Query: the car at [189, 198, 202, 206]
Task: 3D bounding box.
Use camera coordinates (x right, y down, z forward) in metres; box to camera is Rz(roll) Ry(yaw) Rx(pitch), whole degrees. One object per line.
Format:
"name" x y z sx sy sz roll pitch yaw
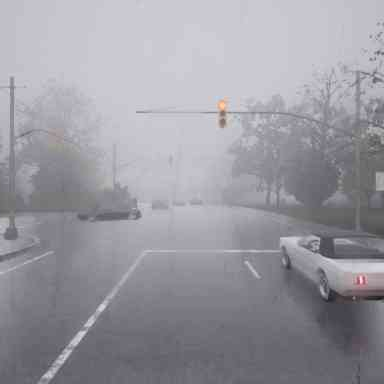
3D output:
"car" 0.640 1.936 65.247 2.128 1.511 4.902 0 -1 -11

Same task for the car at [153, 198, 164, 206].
"car" -6.652 1.959 65.473 1.882 1.535 5.008 0 -1 -11

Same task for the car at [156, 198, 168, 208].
"car" -4.843 1.721 53.207 1.837 1.490 4.892 0 -1 -7

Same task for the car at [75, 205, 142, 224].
"car" -6.220 1.607 24.932 4.718 1.301 1.895 0 0 -22

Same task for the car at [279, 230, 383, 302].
"car" 3.596 1.601 8.196 1.895 1.301 4.718 0 0 0

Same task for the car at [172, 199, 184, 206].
"car" -2.761 2.045 64.550 1.895 1.301 4.718 0 -1 -11

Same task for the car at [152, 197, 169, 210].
"car" -4.059 1.425 43.105 2.097 1.767 4.553 0 -1 -3
